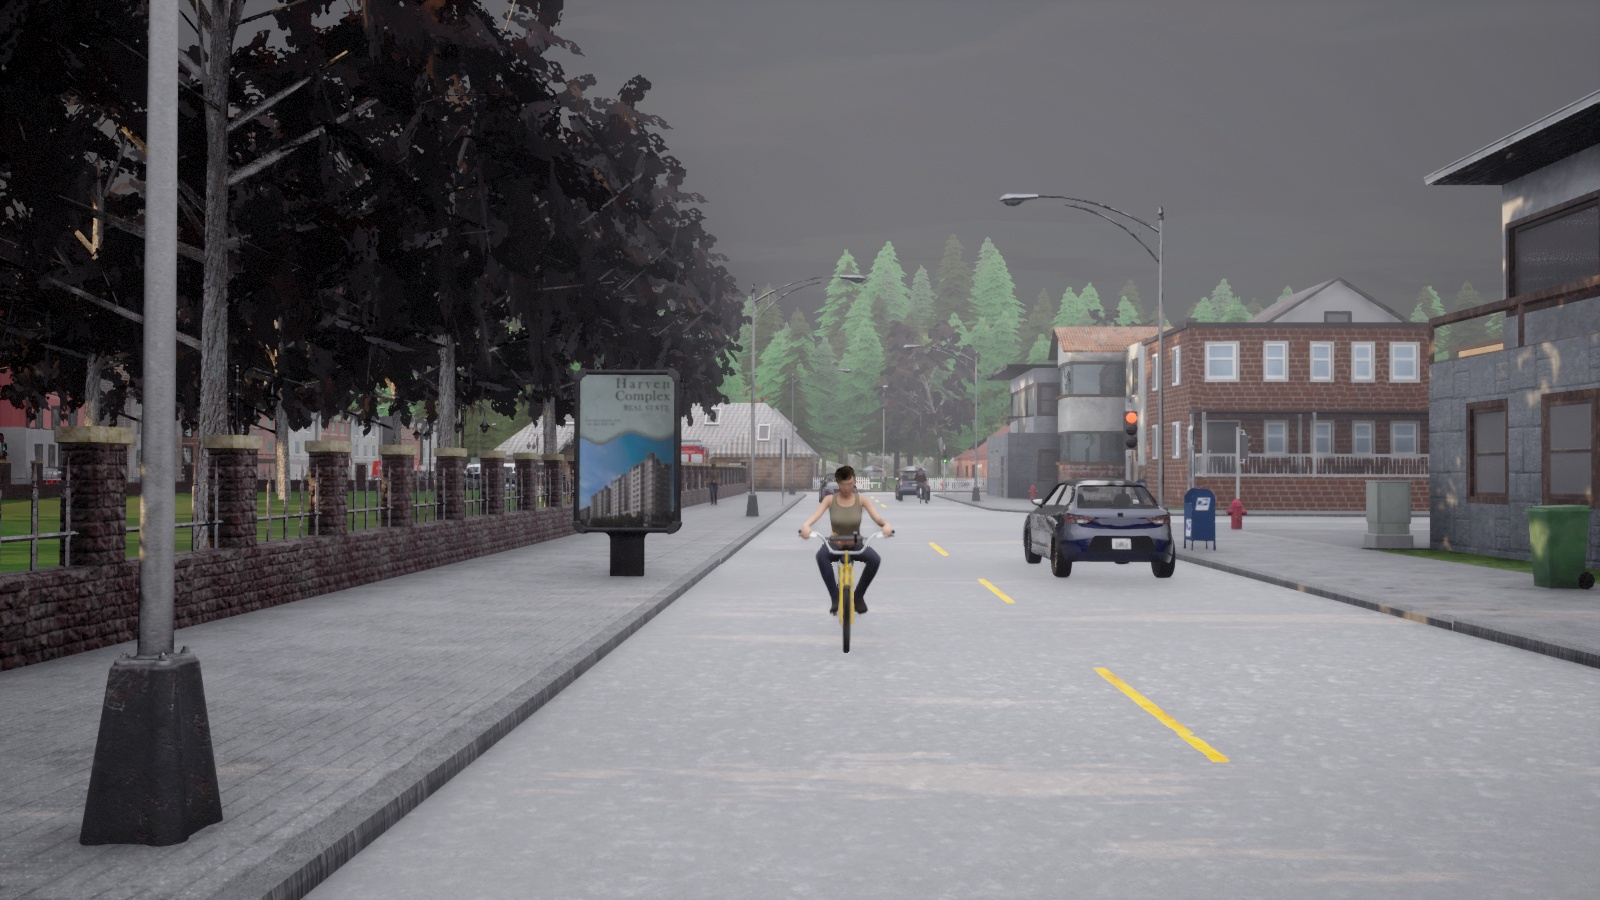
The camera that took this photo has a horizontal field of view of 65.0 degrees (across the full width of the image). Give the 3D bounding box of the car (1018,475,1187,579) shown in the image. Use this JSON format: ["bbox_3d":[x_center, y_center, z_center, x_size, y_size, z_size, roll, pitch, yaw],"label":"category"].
[{"bbox_3d":[4.691,1.146,20.060,1.816,1.474,4.193,0,-1,2],"label":"car"}]

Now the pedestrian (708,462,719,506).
[{"bbox_3d":[-3.626,1.421,52.682,0.328,1.805,0.869,0,-1,3],"label":"pedestrian"}]

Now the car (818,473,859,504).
[{"bbox_3d":[1.854,1.848,61.329,1.816,1.474,4.193,0,-1,-1],"label":"car"}]

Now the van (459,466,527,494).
[{"bbox_3d":[-22.757,2.188,93.097,4.480,2.038,2.069,0,-1,2],"label":"van"}]

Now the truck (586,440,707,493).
[{"bbox_3d":[-11.279,1.249,92.769,8.468,3.827,2.891,0,-1,2],"label":"truck"}]

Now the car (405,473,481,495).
[{"bbox_3d":[-25.421,2.420,89.475,4.892,1.490,1.837,0,-1,0],"label":"car"}]

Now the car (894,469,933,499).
[{"bbox_3d":[6.149,1.837,68.583,1.851,1.617,3.988,0,-1,1],"label":"car"}]

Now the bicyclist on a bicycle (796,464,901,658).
[{"bbox_3d":[0.420,0.937,11.210,0.866,1.612,1.509,0,-1,1],"label":"bicyclist on a bicycle"}]

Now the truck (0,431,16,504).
[{"bbox_3d":[-43.358,0.874,62.686,2.891,3.827,8.468,0,-1,2],"label":"truck"}]

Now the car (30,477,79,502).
[{"bbox_3d":[-43.070,2.258,72.587,1.481,1.376,2.207,0,-1,2],"label":"car"}]
